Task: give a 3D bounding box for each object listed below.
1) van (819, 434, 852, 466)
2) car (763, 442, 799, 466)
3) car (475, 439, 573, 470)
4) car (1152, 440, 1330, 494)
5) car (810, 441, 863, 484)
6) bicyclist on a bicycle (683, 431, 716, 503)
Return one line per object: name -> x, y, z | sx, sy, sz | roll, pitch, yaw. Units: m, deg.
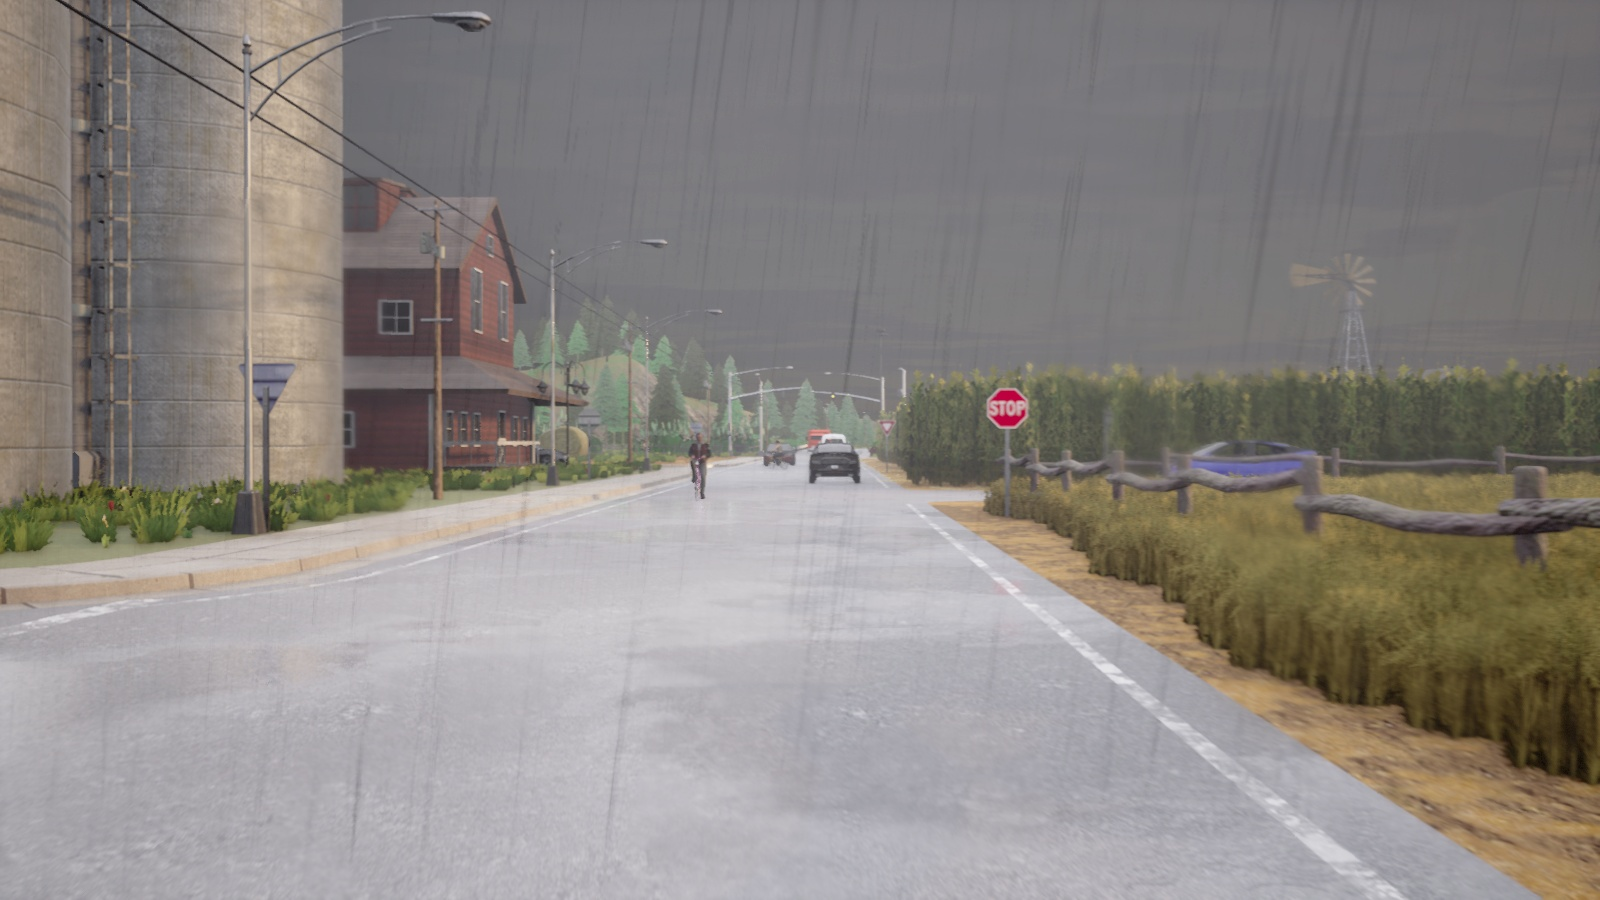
van -> 2.344, -0.035, 82.455 | 2.069, 2.038, 4.480 | 0, 0, 2
car -> -1.186, 0.248, 81.498 | 2.163, 1.488, 4.792 | 0, 0, 2
car -> -14.907, 0.237, 67.937 | 4.856, 1.649, 2.033 | 0, 0, 1
car -> 12.795, 0.466, 36.642 | 4.514, 1.525, 2.007 | 0, 0, 2
car -> 1.374, 0.433, 47.445 | 1.882, 1.535, 5.008 | 0, 0, 2
bicyclist on a bicycle -> -2.551, 0.421, 32.078 | 0.659, 1.776, 1.843 | 0, 0, 2
